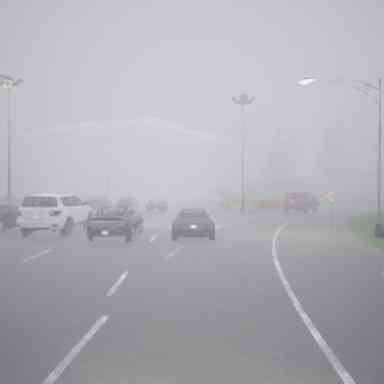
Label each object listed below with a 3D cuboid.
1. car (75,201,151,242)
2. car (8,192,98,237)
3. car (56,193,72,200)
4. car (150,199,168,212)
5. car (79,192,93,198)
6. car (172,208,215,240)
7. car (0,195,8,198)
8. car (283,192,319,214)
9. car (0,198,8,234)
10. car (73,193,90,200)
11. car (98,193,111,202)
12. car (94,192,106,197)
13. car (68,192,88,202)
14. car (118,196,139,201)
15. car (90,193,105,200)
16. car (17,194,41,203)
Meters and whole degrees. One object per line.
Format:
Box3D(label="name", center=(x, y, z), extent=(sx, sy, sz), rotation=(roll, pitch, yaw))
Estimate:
Box3D(label="car", center=(-3.440, 1.379, 15.539), extent=(2.128, 1.511, 4.902), rotation=(0, 0, 0))
Box3D(label="car", center=(-6.943, 1.095, 17.436), extent=(2.150, 2.045, 5.566), rotation=(0, 1, 0))
Box3D(label="car", center=(-28.172, 1.017, 73.255), extent=(1.994, 1.385, 4.181), rotation=(0, 0, 0))
Box3D(label="car", center=(-3.481, 1.357, 34.004), extent=(1.895, 1.301, 4.718), rotation=(0, 0, 0))
Box3D(label="car", center=(-28.207, 0.865, 88.832), extent=(2.128, 1.511, 4.902), rotation=(0, 0, 0))
Box3D(label="car", center=(0.059, 1.448, 16.325), extent=(1.994, 1.385, 4.181), rotation=(0, 0, 0))
Box3D(label="car", center=(-24.675, 1.170, 43.539), extent=(2.128, 1.511, 4.902), rotation=(0, 0, 0))
Box3D(label="car", center=(10.824, 0.996, 32.835), extent=(2.150, 2.045, 5.566), rotation=(0, 1, 36))
Box3D(label="car", center=(-10.445, 1.343, 18.046), extent=(1.882, 1.535, 5.008), rotation=(0, 1, 0))
Box3D(label="car", center=(-24.675, 0.996, 74.752), extent=(2.033, 1.411, 5.357), rotation=(0, 0, 0))
Box3D(label="car", center=(-10.490, 1.203, 37.803), extent=(1.882, 1.535, 5.008), rotation=(0, 1, 0))
Box3D(label="car", center=(-24.709, 0.559, 89.800), extent=(1.895, 1.301, 4.718), rotation=(0, 0, 0))
Box3D(label="car", center=(-21.145, 0.902, 61.707), extent=(2.097, 1.767, 4.553), rotation=(0, 0, 0))
Box3D(label="car", center=(-6.986, 1.245, 36.264), extent=(1.837, 1.490, 4.892), rotation=(0, 1, 0))
Box3D(label="car", center=(-21.175, 0.958, 74.692), extent=(1.837, 1.490, 4.892), rotation=(0, 0, 0))
Box3D(label="car", center=(-28.160, 1.137, 57.634), extent=(1.994, 1.385, 4.181), rotation=(0, 0, 0))
